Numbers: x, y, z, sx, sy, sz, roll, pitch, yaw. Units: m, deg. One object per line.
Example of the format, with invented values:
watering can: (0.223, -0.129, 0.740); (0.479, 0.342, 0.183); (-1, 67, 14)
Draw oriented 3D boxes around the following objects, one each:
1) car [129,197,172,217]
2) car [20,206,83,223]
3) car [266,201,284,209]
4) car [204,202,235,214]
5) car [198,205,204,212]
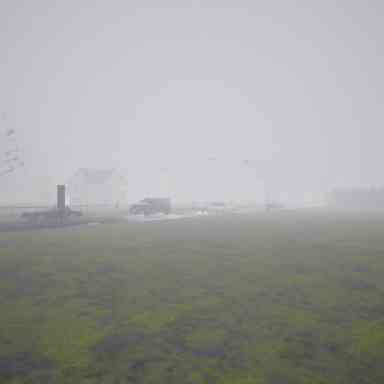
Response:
car: (-4.572, 1.629, 37.715); (2.150, 2.045, 5.566); (1, -1, 35)
car: (-11.652, 1.839, 27.769); (1.895, 1.301, 4.718); (1, 0, 35)
car: (15.094, 2.388, 60.251); (1.994, 1.385, 4.181); (1, 0, 35)
car: (4.034, 2.179, 44.716); (1.895, 1.301, 4.718); (1, 0, 35)
car: (3.037, 2.126, 48.337); (2.033, 1.411, 5.357); (1, 0, 36)
